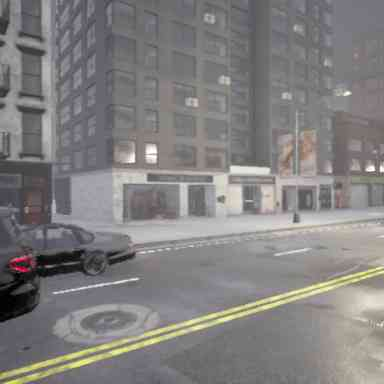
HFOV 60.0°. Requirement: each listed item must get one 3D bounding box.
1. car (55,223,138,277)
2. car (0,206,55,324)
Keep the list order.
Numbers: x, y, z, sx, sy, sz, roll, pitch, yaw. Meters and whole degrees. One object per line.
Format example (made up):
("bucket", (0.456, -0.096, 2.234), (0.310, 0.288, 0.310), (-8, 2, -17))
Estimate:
("car", (-4.146, 1.547, 8.712), (5.357, 1.411, 2.033), (0, 0, -36))
("car", (-4.944, 1.237, 4.152), (5.566, 2.045, 2.150), (0, 0, -35))
